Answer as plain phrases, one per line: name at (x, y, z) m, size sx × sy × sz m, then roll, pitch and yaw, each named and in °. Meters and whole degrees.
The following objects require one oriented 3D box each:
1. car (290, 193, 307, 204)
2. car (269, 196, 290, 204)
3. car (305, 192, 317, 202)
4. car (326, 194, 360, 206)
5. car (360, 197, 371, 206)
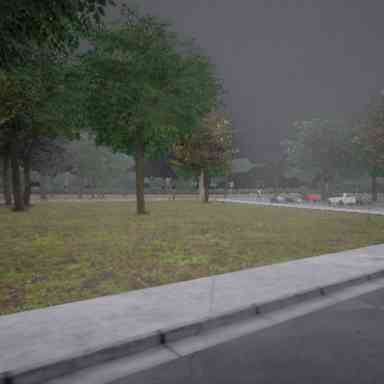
car at (19.812, 1.558, 65.208) m, size 2.128 × 1.511 × 4.902 m, roll 0°, pitch 0°, yaw -12°
car at (16.635, 1.586, 64.523) m, size 1.812 × 1.442 × 4.674 m, roll 0°, pitch 0°, yaw -12°
car at (24.946, 1.115, 72.249) m, size 2.150 × 2.045 × 5.566 m, roll 0°, pitch 0°, yaw -12°
car at (25.092, 1.305, 56.148) m, size 2.150 × 2.045 × 5.566 m, roll 0°, pitch 0°, yaw -12°
car at (28.274, 1.554, 56.803) m, size 2.128 × 1.511 × 4.902 m, roll 0°, pitch 0°, yaw -12°
